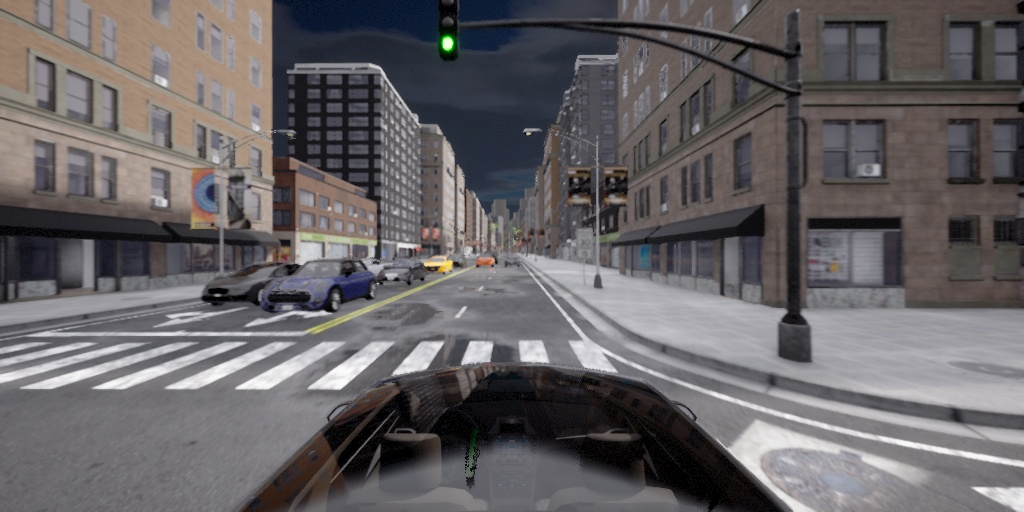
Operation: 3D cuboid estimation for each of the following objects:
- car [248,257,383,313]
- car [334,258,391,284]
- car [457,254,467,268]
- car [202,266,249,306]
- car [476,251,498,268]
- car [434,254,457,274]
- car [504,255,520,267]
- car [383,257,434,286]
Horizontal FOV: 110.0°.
[{"bbox_3d":[-6.588,0.899,12.781,2.097,1.767,4.553,0,1,0],"label":"car"},{"bbox_3d":[-9.783,0.937,23.867,1.812,1.442,4.674,0,1,1],"label":"car"},{"bbox_3d":[-6.484,0.514,41.928,2.097,1.767,4.553,0,1,0],"label":"car"},{"bbox_3d":[-9.800,1.039,14.475,1.837,1.490,4.892,0,1,3],"label":"car"},{"bbox_3d":[-3.233,0.475,44.076,2.097,1.767,4.553,0,1,0],"label":"car"},{"bbox_3d":[-6.489,0.774,31.896,1.882,1.535,5.008,0,1,0],"label":"car"},{"bbox_3d":[0.017,0.595,44.832,2.128,1.511,4.902,0,1,0],"label":"car"},{"bbox_3d":[-6.549,0.919,21.922,2.128,1.511,4.902,0,1,1],"label":"car"}]
